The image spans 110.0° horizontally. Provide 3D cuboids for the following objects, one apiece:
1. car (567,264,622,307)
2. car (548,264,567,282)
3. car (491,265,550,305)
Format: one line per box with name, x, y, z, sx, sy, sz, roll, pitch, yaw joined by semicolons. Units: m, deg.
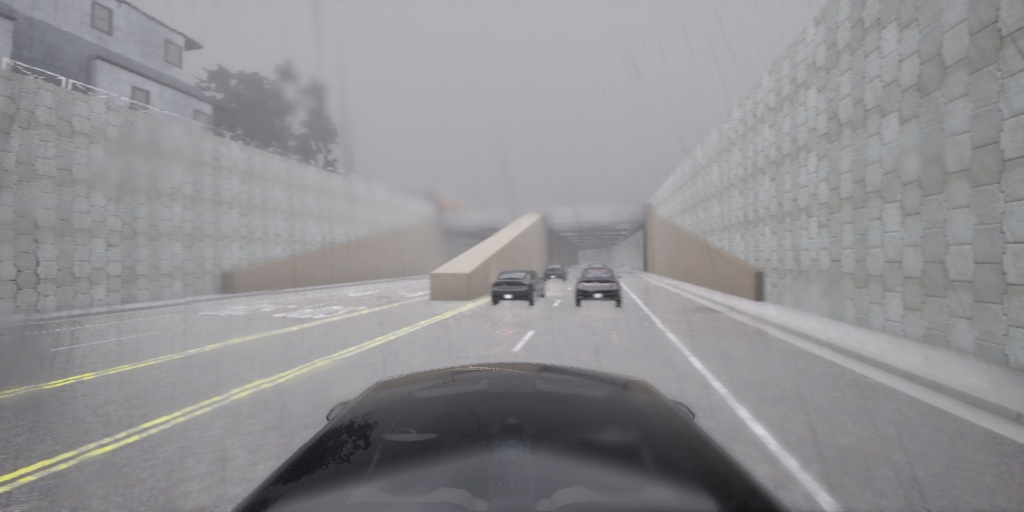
car;3.811;1.297;15.904;2.128;1.511;4.902;-1;0;14
car;3.873;1.424;31.311;1.837;1.490;4.892;-1;0;14
car;0.410;1.362;16.728;1.837;1.490;4.892;-1;0;14
